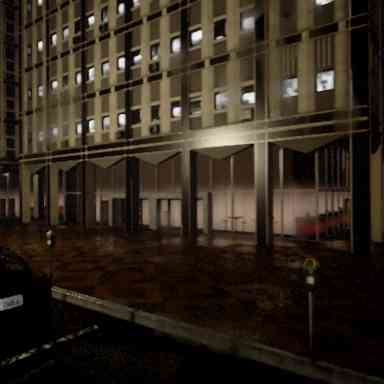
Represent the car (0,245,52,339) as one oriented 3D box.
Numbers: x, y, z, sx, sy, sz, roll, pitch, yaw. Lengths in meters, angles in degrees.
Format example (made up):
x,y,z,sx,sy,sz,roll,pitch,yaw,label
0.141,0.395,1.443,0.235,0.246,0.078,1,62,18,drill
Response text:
x,y,z,sx,sy,sz,roll,pitch,yaw,label
-4.235,1.607,5.910,4.313,1.339,1.947,0,0,36,car
